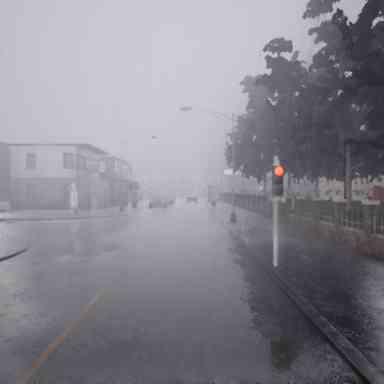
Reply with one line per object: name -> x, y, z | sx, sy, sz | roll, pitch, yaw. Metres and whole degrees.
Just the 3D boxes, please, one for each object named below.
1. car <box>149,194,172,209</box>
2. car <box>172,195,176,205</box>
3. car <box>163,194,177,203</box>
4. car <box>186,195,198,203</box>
car -> -4.081, 1.161, 41.503 | 2.097, 1.767, 4.553 | 0, 0, 0
car -> -4.019, 1.117, 51.257 | 2.097, 1.767, 4.553 | 0, 0, 0
car -> -4.008, 1.210, 61.306 | 2.128, 1.511, 4.902 | 0, 0, 0
car -> -0.013, 1.195, 61.584 | 1.882, 1.535, 5.008 | 0, 0, 0
